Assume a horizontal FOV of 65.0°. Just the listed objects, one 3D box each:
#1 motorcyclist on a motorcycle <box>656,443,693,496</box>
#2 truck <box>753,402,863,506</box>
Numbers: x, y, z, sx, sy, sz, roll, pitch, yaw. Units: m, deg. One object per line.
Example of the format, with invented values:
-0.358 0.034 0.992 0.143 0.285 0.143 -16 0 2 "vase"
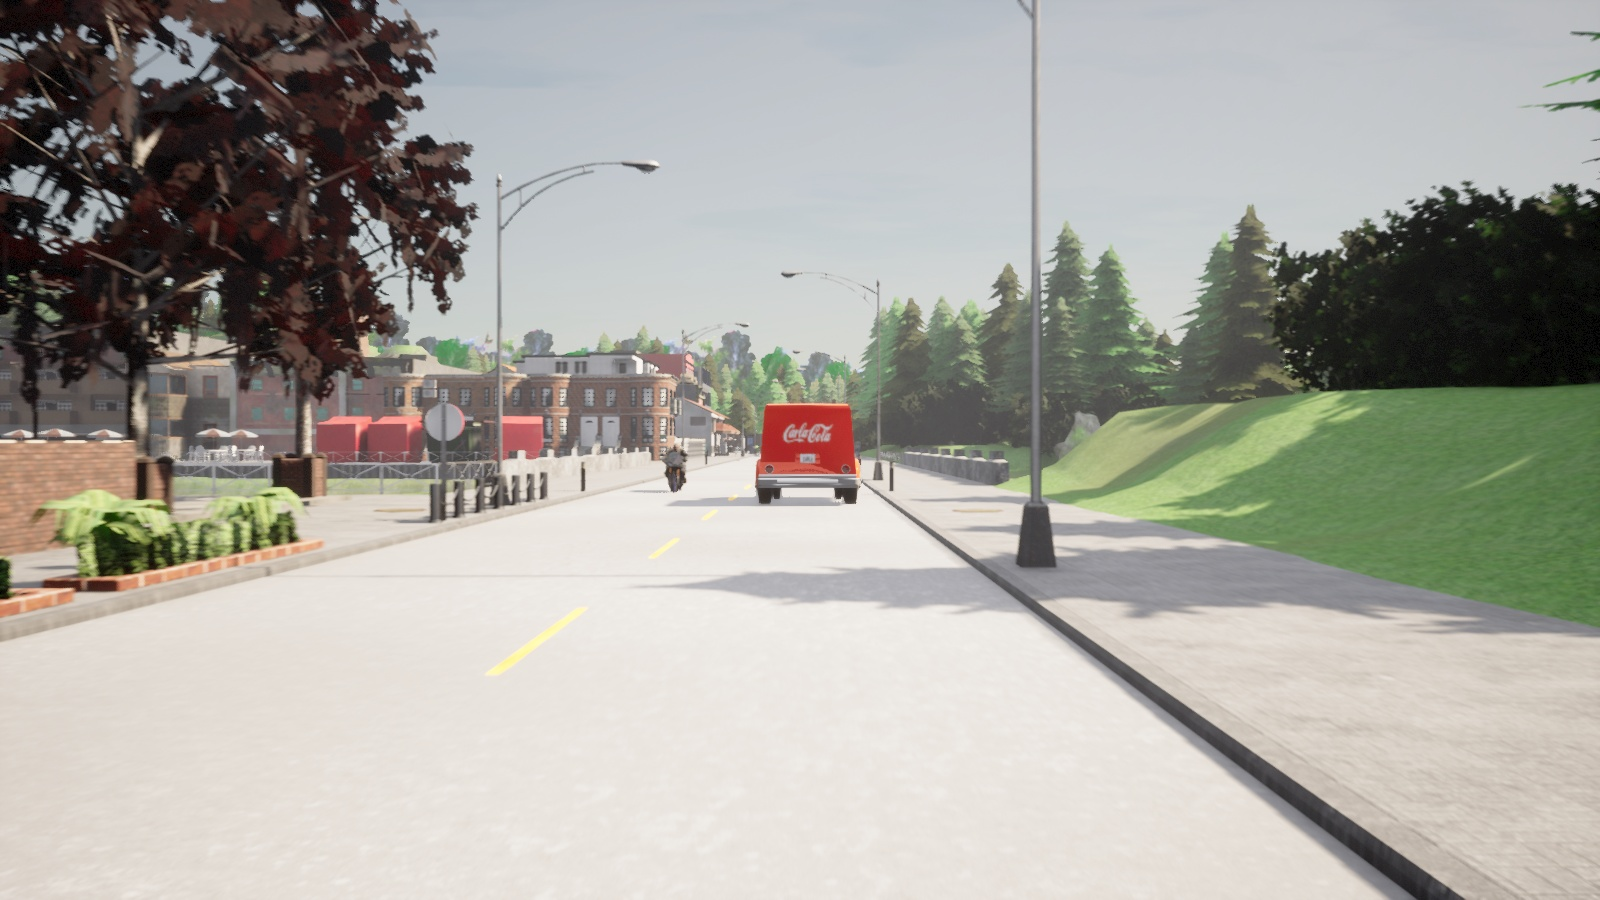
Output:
-3.770 0.567 37.915 0.866 1.530 2.191 0 0 0 "motorcyclist on a motorcycle"
0.200 0.079 32.489 2.627 2.467 5.204 0 0 0 "truck"
